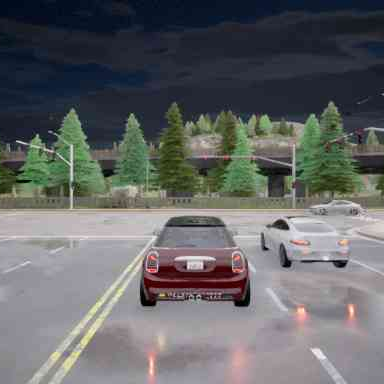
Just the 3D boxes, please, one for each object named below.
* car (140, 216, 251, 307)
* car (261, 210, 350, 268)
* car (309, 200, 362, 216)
[{"bbox_3d":[0.077,1.352,8.157,2.097,1.767,4.553,0,0,1],"label":"car"},{"bbox_3d":[3.594,1.526,11.205,1.812,1.442,4.674,0,0,0],"label":"car"},{"bbox_3d":[13.371,1.470,31.020,4.674,1.442,1.812,0,0,-1],"label":"car"}]
